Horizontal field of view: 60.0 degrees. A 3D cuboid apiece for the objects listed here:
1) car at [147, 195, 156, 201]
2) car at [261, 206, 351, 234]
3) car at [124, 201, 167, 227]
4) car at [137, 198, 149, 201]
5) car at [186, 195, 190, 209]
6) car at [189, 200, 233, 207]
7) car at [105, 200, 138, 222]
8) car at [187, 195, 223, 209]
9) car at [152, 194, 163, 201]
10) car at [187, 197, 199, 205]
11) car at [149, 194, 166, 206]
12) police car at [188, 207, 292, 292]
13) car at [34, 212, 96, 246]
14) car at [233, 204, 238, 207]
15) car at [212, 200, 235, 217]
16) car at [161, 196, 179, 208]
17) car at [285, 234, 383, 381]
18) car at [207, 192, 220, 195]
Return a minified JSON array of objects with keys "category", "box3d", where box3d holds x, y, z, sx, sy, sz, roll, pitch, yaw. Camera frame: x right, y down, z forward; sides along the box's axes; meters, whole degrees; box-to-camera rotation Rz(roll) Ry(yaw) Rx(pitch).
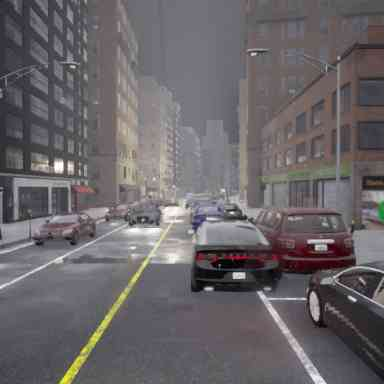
[{"category":"car","box3d":[-5.585,1.423,37.310,1.967,1.590,4.097,-1,0,0]},{"category":"car","box3d":[2.872,1.313,9.768,2.192,1.841,5.009,-1,0,0]},{"category":"car","box3d":[-3.047,1.557,22.690,1.994,1.385,4.181,0,0,0]},{"category":"car","box3d":[-5.597,1.569,31.803,1.802,1.307,4.206,-1,0,0]},{"category":"car","box3d":[0.136,1.539,44.864,1.994,1.385,4.181,0,0,0]},{"category":"car","box3d":[0.946,1.473,18.947,1.882,1.535,5.008,0,0,0]},{"category":"car","box3d":[-5.611,1.573,26.295,1.802,1.307,4.206,-1,0,0]},{"category":"car","box3d":[0.900,1.343,24.916,2.097,1.767,4.553,0,0,0]},{"category":"car","box3d":[-5.560,1.286,48.326,2.192,1.841,5.009,-1,0,0]},{"category":"car","box3d":[0.140,1.561,57.022,1.895,1.301,4.718,0,0,0]},{"category":"car","box3d":[-5.546,1.280,53.834,2.192,1.841,5.009,-1,0,0]},{"category":"police car","box3d":[0.922,1.423,9.056,1.930,1.638,5.238,0,0,0]},{"category":"car","box3d":[-5.637,1.578,15.279,1.802,1.307,4.206,-1,0,0]},{"category":"car","box3d":[2.914,1.557,26.287,1.947,1.339,4.313,-1,0,0]},{"category":"car","box3d":[2.928,1.512,31.963,1.752,1.417,4.829,-1,0,0]},{"category":"car","box3d":[-2.884,1.536,47.846,1.994,1.385,4.181,0,0,0]},{"category":"car","box3d":[2.861,1.550,4.262,2.008,1.369,4.403,-1,0,0]},{"category":"car","box3d":[5.974,1.449,92.640,1.947,1.339,4.313,0,0,9]}]
